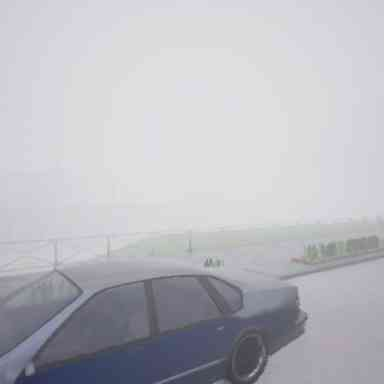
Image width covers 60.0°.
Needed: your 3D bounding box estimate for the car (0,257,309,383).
[{"bbox_3d":[-0.924,1.556,3.824,5.357,1.411,2.033,0,0,-35],"label":"car"}]
